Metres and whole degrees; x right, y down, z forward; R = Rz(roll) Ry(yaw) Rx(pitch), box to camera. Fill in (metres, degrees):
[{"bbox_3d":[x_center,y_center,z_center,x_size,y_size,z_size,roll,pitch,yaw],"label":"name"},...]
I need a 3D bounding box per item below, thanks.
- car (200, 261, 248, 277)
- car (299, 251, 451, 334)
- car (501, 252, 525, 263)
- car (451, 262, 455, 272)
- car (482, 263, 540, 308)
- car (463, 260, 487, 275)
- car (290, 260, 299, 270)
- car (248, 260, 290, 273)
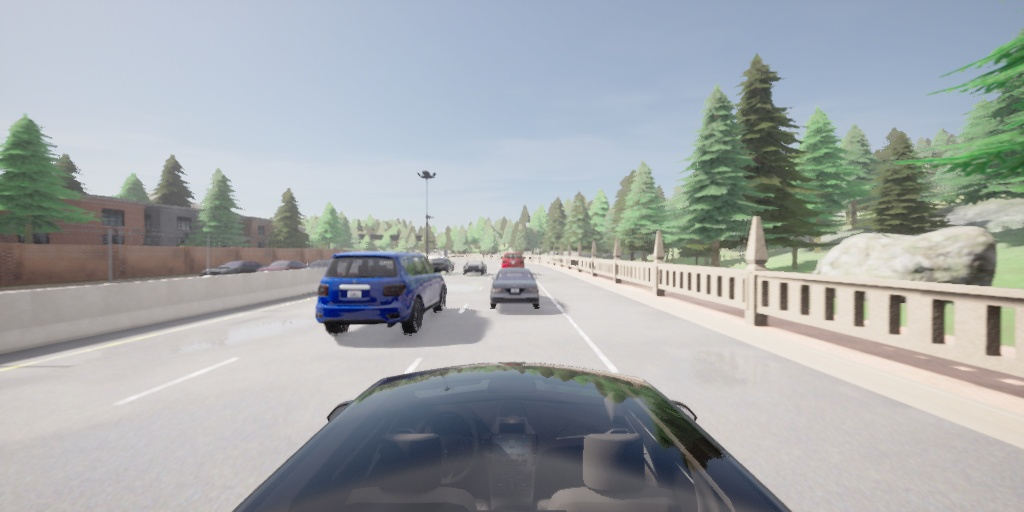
[{"bbox_3d":[-21.104,1.061,27.825,2.033,1.411,5.357,0,1,0],"label":"car"},{"bbox_3d":[-3.402,0.893,10.422,2.150,2.045,5.566,0,1,0],"label":"car"},{"bbox_3d":[0.095,0.675,34.635,2.150,2.045,5.566,0,1,0],"label":"car"},{"bbox_3d":[-6.907,0.951,35.466,1.837,1.490,4.892,0,1,0],"label":"car"},{"bbox_3d":[0.098,1.182,14.493,2.033,1.411,5.357,0,1,0],"label":"car"},{"bbox_3d":[-3.406,1.061,33.893,1.895,1.301,4.718,0,1,0],"label":"car"},{"bbox_3d":[-14.104,1.026,27.035,1.837,1.490,4.892,0,0,0],"label":"car"},{"bbox_3d":[-17.602,1.041,27.736,1.812,1.442,4.674,0,1,0],"label":"car"}]
